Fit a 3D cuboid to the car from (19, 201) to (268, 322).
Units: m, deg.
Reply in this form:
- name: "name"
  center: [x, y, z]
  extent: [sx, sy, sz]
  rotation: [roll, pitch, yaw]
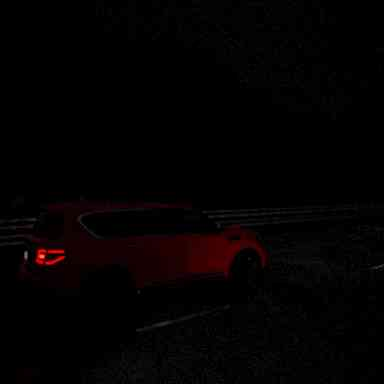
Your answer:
- name: "car"
  center: [-0.768, 1.224, 7.486]
  extent: [5.566, 2.045, 2.150]
  rotation: [0, 0, -35]
